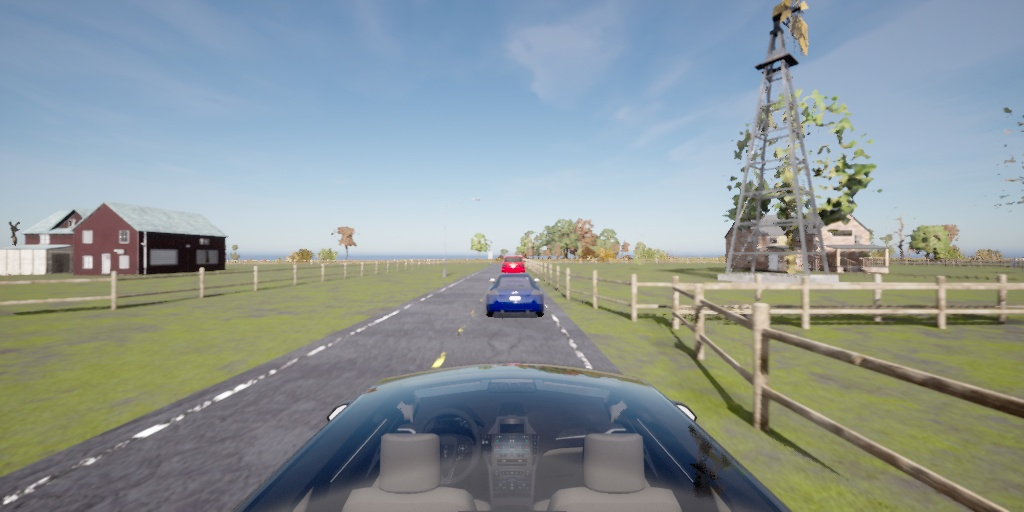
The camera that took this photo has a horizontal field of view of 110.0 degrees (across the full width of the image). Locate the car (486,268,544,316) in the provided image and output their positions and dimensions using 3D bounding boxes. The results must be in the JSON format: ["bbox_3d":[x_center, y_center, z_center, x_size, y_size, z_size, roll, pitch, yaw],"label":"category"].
[{"bbox_3d":[0.101,1.321,13.473,1.994,1.385,4.181,0,0,0],"label":"car"}]

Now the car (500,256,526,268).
[{"bbox_3d":[0.109,0.988,33.200,2.150,2.045,5.566,0,0,0],"label":"car"}]
